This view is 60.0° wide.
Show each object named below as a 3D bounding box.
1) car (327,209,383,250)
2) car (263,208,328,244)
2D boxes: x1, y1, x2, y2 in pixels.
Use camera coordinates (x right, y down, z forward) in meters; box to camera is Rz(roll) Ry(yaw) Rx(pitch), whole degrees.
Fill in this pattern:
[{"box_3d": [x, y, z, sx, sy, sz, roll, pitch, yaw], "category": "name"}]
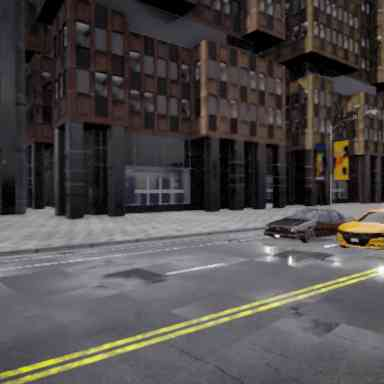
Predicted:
[{"box_3d": [7.793, 1.423, 13.240, 5.008, 1.535, 1.882, 0, 0, -36], "category": "car"}, {"box_3d": [5.824, 1.493, 15.829, 5.357, 1.411, 2.033, 0, 0, -36], "category": "car"}]
